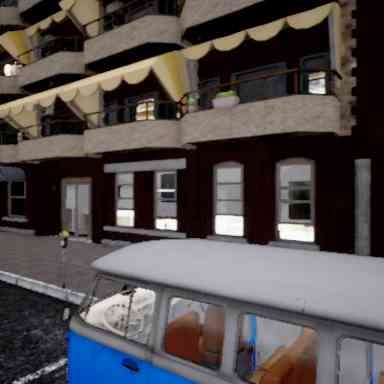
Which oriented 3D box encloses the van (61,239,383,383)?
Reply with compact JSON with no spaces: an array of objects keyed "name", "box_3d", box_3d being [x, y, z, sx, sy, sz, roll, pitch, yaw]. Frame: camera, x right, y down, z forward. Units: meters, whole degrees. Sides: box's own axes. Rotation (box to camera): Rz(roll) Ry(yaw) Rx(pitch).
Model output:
[{"name":"van","box_3d":[0.765,1.342,2.329,3.998,1.788,1.690,0,0,36]}]
